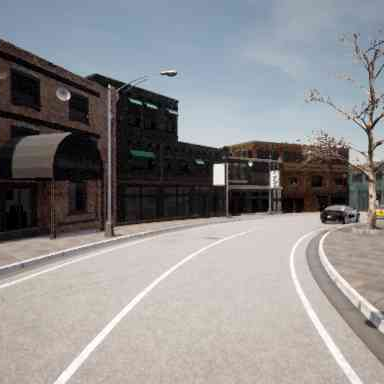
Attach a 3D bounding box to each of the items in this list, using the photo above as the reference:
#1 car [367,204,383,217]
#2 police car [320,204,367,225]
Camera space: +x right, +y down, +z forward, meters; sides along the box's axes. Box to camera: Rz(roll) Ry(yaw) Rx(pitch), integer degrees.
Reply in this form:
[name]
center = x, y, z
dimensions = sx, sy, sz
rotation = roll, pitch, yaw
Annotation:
[car]
center = 20.185, 2.003, 34.320
dimensions = 5.366, 1.575, 1.801
rotation = 1, 0, -32
[police car]
center = 12.807, 1.818, 28.484
dimensions = 1.930, 1.638, 5.238
rotation = 0, -1, 45
